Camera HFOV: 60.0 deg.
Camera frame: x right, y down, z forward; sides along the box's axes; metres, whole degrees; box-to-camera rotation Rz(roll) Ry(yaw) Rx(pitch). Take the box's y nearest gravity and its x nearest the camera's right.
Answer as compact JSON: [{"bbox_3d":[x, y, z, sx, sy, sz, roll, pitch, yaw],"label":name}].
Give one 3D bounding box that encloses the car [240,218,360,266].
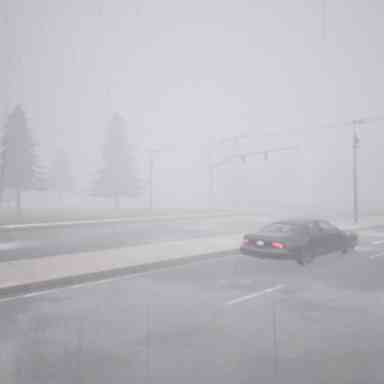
[{"bbox_3d":[4.060,1.648,12.046,5.357,1.411,2.033,0,-1,-40],"label":"car"}]
